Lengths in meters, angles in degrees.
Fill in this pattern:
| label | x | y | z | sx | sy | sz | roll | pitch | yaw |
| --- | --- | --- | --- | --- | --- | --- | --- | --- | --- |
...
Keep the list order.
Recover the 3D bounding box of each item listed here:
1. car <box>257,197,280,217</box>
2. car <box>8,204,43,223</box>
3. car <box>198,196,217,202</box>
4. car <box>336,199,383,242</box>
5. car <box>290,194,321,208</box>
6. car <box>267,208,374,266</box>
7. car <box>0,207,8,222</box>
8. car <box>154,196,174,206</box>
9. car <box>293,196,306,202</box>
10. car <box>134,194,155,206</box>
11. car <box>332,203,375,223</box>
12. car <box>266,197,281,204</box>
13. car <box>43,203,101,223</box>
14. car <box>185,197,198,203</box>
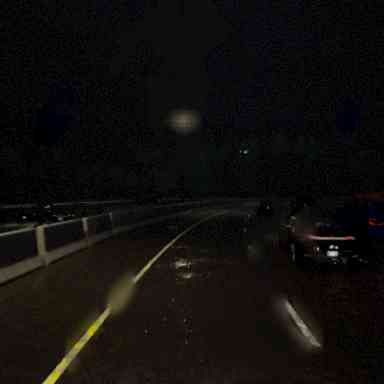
| label | x | y | z | sx | sy | sz | roll | pitch | yaw |
| --- | --- | --- | --- | --- | --- | --- | --- | --- | --- |
| car | 7.726 | 1.529 | 33.730 | 2.097 | 1.767 | 4.553 | 0 | 0 | 13 |
| car | -11.825 | 1.653 | 26.077 | 1.994 | 1.385 | 4.181 | 0 | 0 | 10 |
| car | 3.474 | 1.663 | 65.548 | 2.097 | 1.767 | 4.553 | 0 | 0 | 24 |
| car | 8.006 | 1.313 | 14.960 | 2.150 | 2.045 | 5.566 | 0 | 0 | 6 |
| car | 11.242 | 1.407 | 33.569 | 2.150 | 2.045 | 5.566 | 0 | 0 | 13 |
| car | 4.229 | 1.558 | 11.923 | 2.128 | 1.511 | 4.902 | 0 | 0 | 5 |
| car | -15.637 | 1.619 | 24.528 | 2.033 | 1.411 | 5.357 | 0 | 0 | 8 |
| car | -4.938 | 1.806 | 63.595 | 1.812 | 1.442 | 4.674 | 0 | 0 | 22 |
| car | 29.036 | 1.855 | 89.512 | 1.837 | 1.490 | 4.892 | 0 | 0 | 36 |
| car | -8.787 | 1.490 | 63.444 | 2.150 | 2.045 | 5.566 | 0 | 0 | 22 |
| car | 13.685 | 1.717 | 28.549 | 2.033 | 1.411 | 5.357 | 0 | 0 | 12 |
| car | 18.344 | 1.850 | 74.728 | 1.801 | 1.575 | 5.366 | 0 | 0 | 29 |
| car | -8.485 | 1.583 | 24.804 | 2.128 | 1.511 | 4.902 | 0 | 0 | 9 |
| car | 0.307 | 1.811 | 67.058 | 1.837 | 1.490 | 4.892 | 0 | 0 | 24 |
